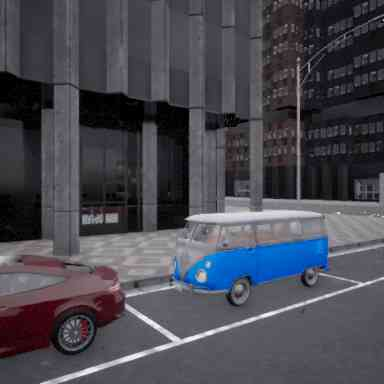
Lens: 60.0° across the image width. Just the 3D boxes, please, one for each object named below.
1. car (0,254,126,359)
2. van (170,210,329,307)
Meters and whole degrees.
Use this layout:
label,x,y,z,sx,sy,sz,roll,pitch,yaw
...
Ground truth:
label,x,y,z,sx,sy,sz,roll,pitch,yaw
car,-2.986,1.582,4.520,4.206,1.307,1.802,0,0,-35
van,1.444,1.341,7.680,3.998,1.788,1.690,0,0,-36
